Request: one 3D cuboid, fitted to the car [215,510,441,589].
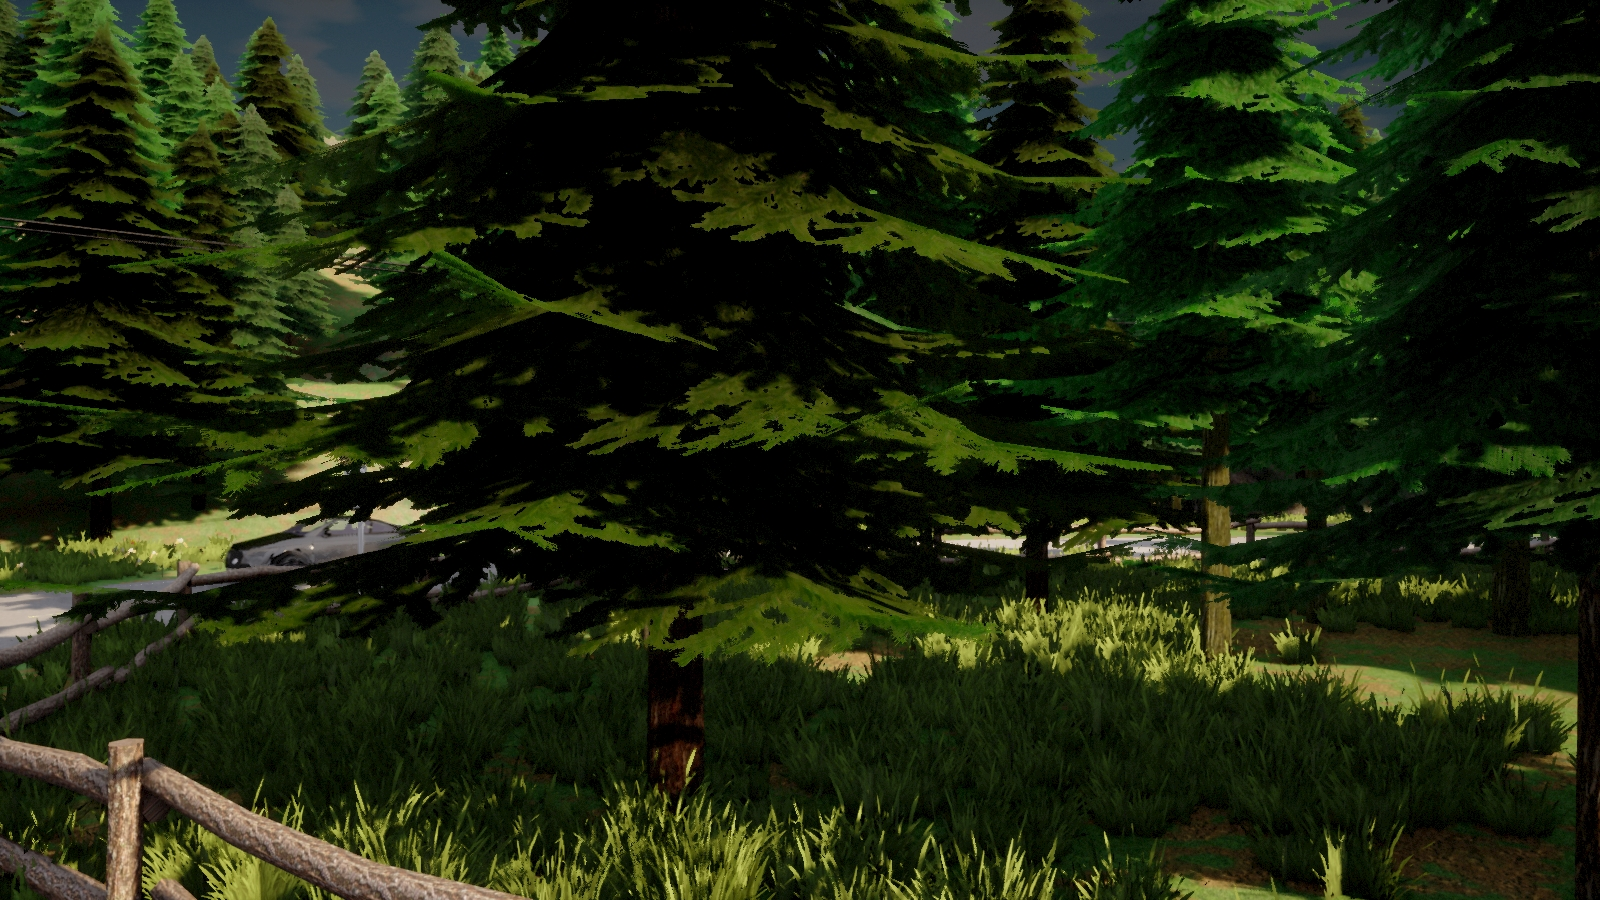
[{"bbox_3d":[-10.359,2.119,25.243,4.181,1.385,1.994,0,0,-43],"label":"car"}]
